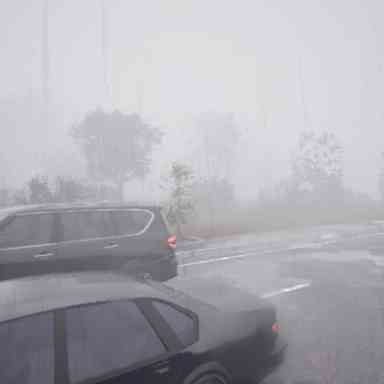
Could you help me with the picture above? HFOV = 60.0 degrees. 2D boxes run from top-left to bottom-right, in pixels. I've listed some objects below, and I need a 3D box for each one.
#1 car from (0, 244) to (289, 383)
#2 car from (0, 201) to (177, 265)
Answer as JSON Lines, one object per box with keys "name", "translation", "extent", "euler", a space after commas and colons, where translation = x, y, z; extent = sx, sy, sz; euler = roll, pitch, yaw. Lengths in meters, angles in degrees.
{"name": "car", "translation": [-1.472, 1.546, 2.931], "extent": [5.357, 1.411, 2.033], "euler": [0, 0, -35]}
{"name": "car", "translation": [-2.878, 1.220, 6.230], "extent": [5.566, 2.045, 2.150], "euler": [0, 0, -35]}
